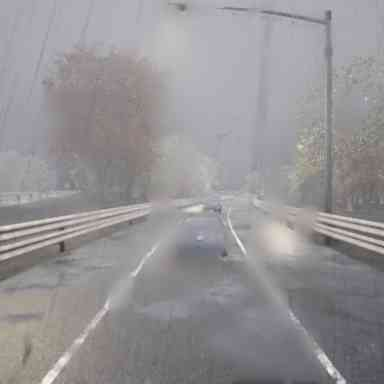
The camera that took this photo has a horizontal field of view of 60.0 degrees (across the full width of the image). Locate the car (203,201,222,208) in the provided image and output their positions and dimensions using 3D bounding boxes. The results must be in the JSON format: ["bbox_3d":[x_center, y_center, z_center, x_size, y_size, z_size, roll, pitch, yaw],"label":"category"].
[{"bbox_3d":[2.352,1.682,36.695,1.895,1.301,4.718,0,0,7],"label":"car"}]

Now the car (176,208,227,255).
[{"bbox_3d":[0.429,1.580,13.392,2.033,1.411,5.357,0,0,3],"label":"car"}]
